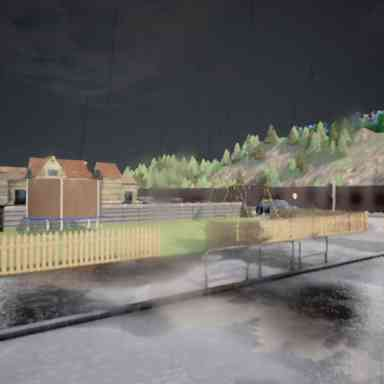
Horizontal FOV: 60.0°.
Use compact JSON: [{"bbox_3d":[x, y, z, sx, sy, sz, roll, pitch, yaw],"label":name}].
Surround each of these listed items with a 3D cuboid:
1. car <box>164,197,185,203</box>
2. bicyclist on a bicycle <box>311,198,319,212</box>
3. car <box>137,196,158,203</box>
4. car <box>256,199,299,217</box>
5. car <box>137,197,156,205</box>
[{"bbox_3d":[-3.007,1.716,57.535,1.837,1.490,4.892,0,0,-35],"label":"car"},{"bbox_3d":[14.777,1.588,39.995,1.656,1.620,0.582,0,0,-36],"label":"bicyclist on a bicycle"},{"bbox_3d":[-7.608,1.534,56.967,2.097,1.767,4.553,0,0,-35],"label":"car"},{"bbox_3d":[8.747,1.535,33.991,2.097,1.767,4.553,0,0,-36],"label":"car"},{"bbox_3d":[-9.116,1.737,65.975,1.812,1.442,4.674,0,0,-36],"label":"car"}]
